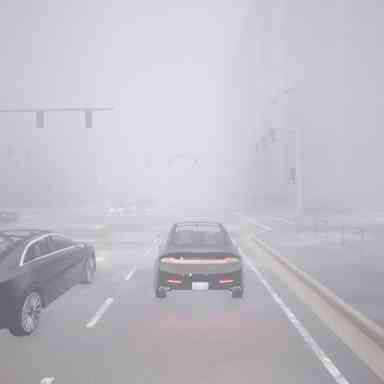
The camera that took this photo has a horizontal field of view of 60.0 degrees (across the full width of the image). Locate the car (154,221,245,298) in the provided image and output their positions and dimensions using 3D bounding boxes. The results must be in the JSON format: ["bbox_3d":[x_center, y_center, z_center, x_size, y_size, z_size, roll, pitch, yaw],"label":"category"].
[{"bbox_3d":[0.139,1.492,8.467,2.128,1.511,4.902,0,0,0],"label":"car"}]

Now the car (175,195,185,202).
[{"bbox_3d":[-2.937,1.497,75.743,1.837,1.490,4.892,0,0,0],"label":"car"}]

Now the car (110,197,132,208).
[{"bbox_3d":[-10.249,1.564,47.117,1.994,1.385,4.181,0,0,0],"label":"car"}]

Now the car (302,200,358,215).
[{"bbox_3d":[13.456,1.492,32.929,5.357,1.411,2.033,0,0,0],"label":"car"}]

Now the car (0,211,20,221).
[{"bbox_3d":[-14.141,1.567,22.110,4.718,1.301,1.895,0,0,0],"label":"car"}]

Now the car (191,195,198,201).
[{"bbox_3d":[0.636,1.461,85.419,1.882,1.535,5.008,0,0,0],"label":"car"}]

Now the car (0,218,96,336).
[{"bbox_3d":[-3.396,1.492,6.649,2.128,1.511,4.902,0,0,1],"label":"car"}]

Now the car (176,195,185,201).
[{"bbox_3d":[-2.864,1.523,85.445,2.033,1.411,5.357,0,0,0],"label":"car"}]

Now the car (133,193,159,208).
[{"bbox_3d":[-6.721,1.221,49.435,2.150,2.045,5.566,0,0,2],"label":"car"}]

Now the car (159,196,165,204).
[{"bbox_3d":[-6.631,1.492,59.649,2.128,1.511,4.902,0,0,1],"label":"car"}]

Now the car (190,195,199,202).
[{"bbox_3d":[0.568,1.593,76.374,1.895,1.301,4.718,0,0,0],"label":"car"}]
